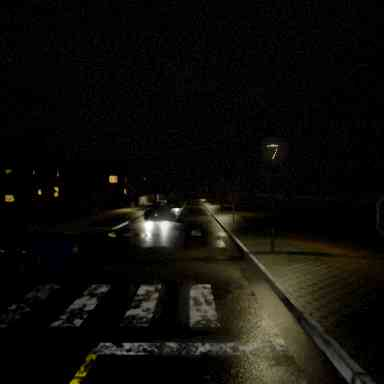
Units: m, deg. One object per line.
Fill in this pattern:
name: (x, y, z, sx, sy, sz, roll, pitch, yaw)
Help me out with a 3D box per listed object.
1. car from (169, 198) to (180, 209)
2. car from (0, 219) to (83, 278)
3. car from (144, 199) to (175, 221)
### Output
car: (-2.679, 1.562, 46.086, 1.994, 1.385, 4.181, 0, 0, 0)
car: (-5.674, 1.410, 8.648, 5.357, 1.411, 2.033, 5, 0, -30)
car: (-2.707, 1.561, 27.091, 1.994, 1.385, 4.181, 0, 0, 0)
